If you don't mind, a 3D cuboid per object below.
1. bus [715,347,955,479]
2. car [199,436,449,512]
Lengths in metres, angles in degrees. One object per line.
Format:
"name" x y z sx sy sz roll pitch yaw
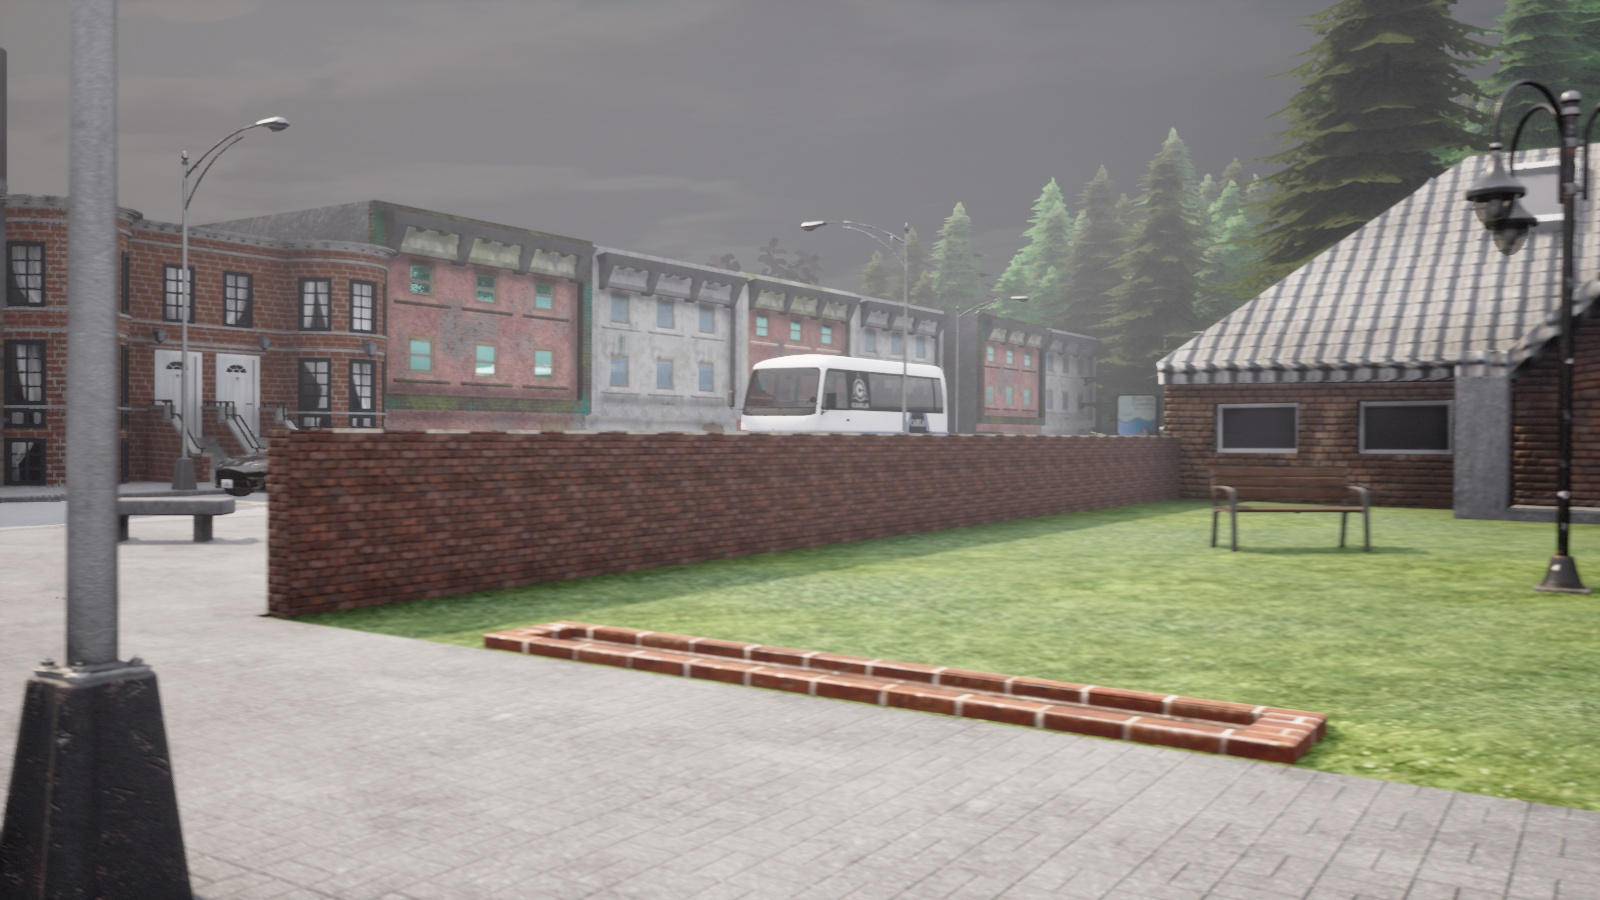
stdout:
"bus" 1.590 -1.282 46.021 3.944 4.253 10.273 0 1 33
"car" -10.402 0.453 27.805 2.163 1.488 4.792 0 1 33
